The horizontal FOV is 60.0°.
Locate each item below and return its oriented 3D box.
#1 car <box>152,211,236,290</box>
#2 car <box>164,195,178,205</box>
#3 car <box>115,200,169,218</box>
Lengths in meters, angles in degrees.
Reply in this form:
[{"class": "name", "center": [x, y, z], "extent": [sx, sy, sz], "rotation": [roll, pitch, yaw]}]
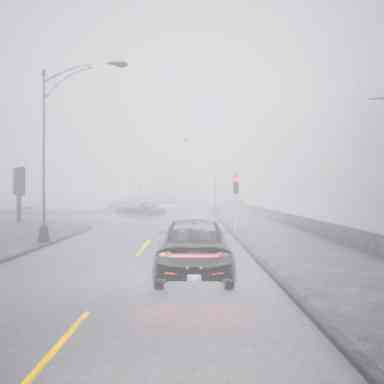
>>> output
[{"class": "car", "center": [0.059, 1.494, 9.046], "extent": [2.128, 1.511, 4.902], "rotation": [0, 0, 0]}, {"class": "car", "center": [-4.066, 1.582, 59.881], "extent": [1.994, 1.385, 4.181], "rotation": [0, 0, 0]}, {"class": "car", "center": [-4.731, 1.609, 29.973], "extent": [4.718, 1.301, 1.895], "rotation": [0, 0, 34]}]
